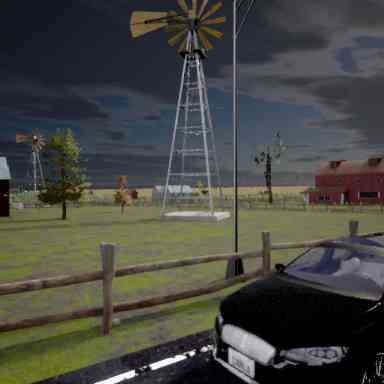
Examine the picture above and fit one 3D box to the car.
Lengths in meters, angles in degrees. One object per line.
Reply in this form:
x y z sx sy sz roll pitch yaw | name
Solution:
2.502 1.492 4.847 4.902 1.511 2.128 0 0 -35 | car
